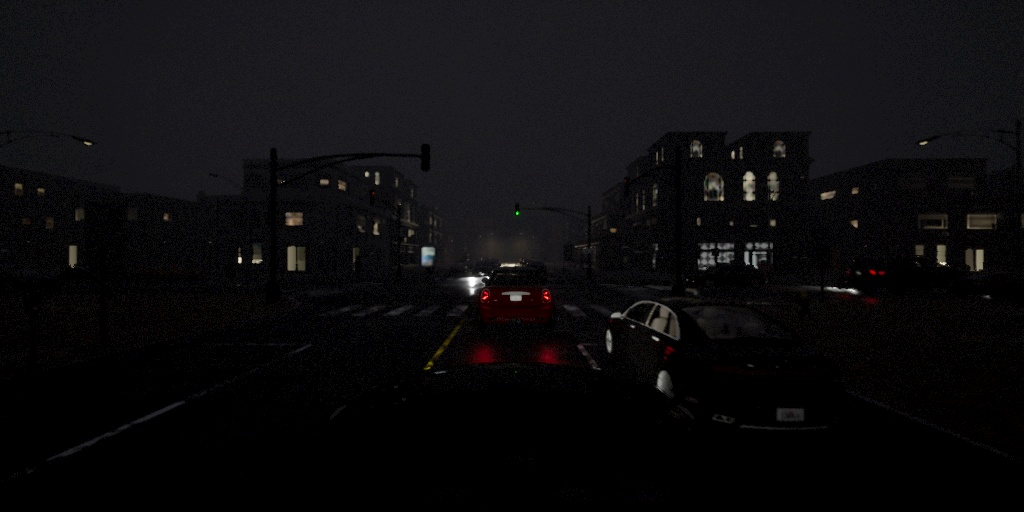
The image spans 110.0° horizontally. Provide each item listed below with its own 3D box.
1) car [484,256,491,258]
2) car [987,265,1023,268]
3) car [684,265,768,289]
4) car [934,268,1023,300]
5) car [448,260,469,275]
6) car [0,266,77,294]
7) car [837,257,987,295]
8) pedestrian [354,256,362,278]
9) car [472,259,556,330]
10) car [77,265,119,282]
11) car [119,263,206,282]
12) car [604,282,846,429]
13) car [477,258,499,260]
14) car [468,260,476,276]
[{"bbox_3d":[-2.999,1.177,57.344,1.882,1.535,5.008,0,0,0],"label":"car"},{"bbox_3d":[33.728,1.412,22.928,4.892,1.490,1.837,0,0,1],"label":"car"},{"bbox_3d":[13.786,1.314,23.236,4.892,1.490,1.837,0,0,1],"label":"car"},{"bbox_3d":[23.643,1.413,17.264,4.207,1.307,1.802,0,0,1],"label":"car"},{"bbox_3d":[-5.689,1.298,38.054,1.802,1.307,4.207,0,0,0],"label":"car"},{"bbox_3d":[-25.415,1.159,18.054,4.403,1.370,2.007,0,0,1],"label":"car"},{"bbox_3d":[22.026,1.056,19.952,5.566,2.045,2.150,0,0,1],"label":"car"},{"bbox_3d":[-12.551,0.854,29.187,0.375,1.860,0.375,0,-1,1],"label":"pedestrian"},{"bbox_3d":[0.102,1.093,11.270,2.097,1.767,4.553,0,0,0],"label":"car"},{"bbox_3d":[-30.820,1.204,26.520,4.207,1.307,1.802,0,0,1],"label":"car"},{"bbox_3d":[-25.453,1.171,26.436,4.829,1.417,1.751,0,0,1],"label":"car"},{"bbox_3d":[2.691,1.296,5.651,2.007,1.370,4.403,0,0,0],"label":"car"},{"bbox_3d":[-3.069,1.272,46.977,1.994,1.385,4.181,0,0,0],"label":"car"},{"bbox_3d":[-3.072,1.318,36.909,1.895,1.301,4.718,0,0,-1],"label":"car"}]
